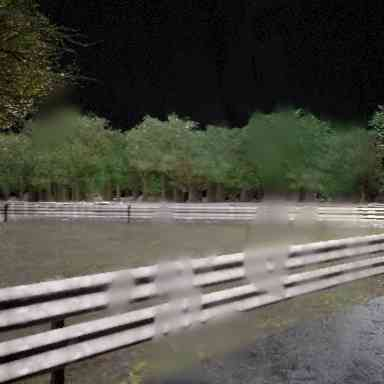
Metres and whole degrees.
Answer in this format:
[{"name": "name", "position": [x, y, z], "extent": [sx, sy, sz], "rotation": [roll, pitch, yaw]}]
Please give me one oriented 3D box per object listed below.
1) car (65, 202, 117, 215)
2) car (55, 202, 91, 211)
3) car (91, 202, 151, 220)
[{"name": "car", "position": [-11.490, 1.872, 38.074], "extent": [5.357, 1.411, 2.033], "rotation": [0, -1, 10]}, {"name": "car", "position": [-11.553, 1.855, 34.529], "extent": [4.718, 1.301, 1.895], "rotation": [0, -1, 10]}, {"name": "car", "position": [-6.103, 1.674, 30.072], "extent": [4.902, 1.511, 2.128], "rotation": [0, -1, 10]}]
